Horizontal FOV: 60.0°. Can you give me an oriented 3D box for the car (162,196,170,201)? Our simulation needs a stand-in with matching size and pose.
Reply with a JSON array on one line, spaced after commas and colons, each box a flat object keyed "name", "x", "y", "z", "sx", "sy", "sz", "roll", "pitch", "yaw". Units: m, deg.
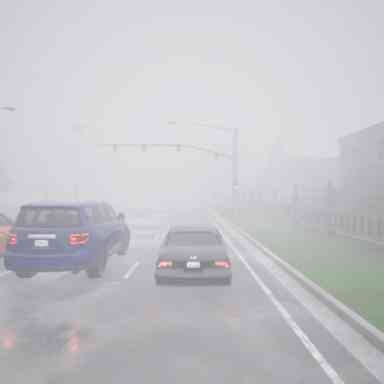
[{"name": "car", "x": -7.220, "y": 1.824, "z": 92.648, "sx": 1.994, "sy": 1.385, "sz": 4.181, "roll": 0, "pitch": 0, "yaw": 0}]

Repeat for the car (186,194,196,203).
[{"name": "car", "x": -0.195, "y": 1.607, "z": 82.276, "sx": 2.150, "sy": 2.045, "sz": 5.566, "roll": 0, "pitch": 0, "yaw": 0}]

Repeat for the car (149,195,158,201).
[{"name": "car", "x": -10.720, "y": 1.749, "z": 92.641, "sx": 1.882, "sy": 1.535, "sz": 5.008, "roll": 0, "pitch": 0, "yaw": 0}]

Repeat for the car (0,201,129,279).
[{"name": "car", "x": -3.456, "y": 1.273, "z": 10.339, "sx": 2.150, "sy": 2.045, "sz": 5.566, "roll": 0, "pitch": 0, "yaw": 0}]

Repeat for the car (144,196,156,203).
[{"name": "car", "x": -10.696, "y": 1.908, "z": 82.636, "sx": 1.812, "sy": 1.442, "sz": 4.674, "roll": 0, "pitch": 0, "yaw": 0}]

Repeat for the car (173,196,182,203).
[{"name": "car", "x": -3.695, "y": 1.859, "z": 82.237, "sx": 1.882, "sy": 1.535, "sz": 5.008, "roll": 0, "pitch": 0, "yaw": 0}]

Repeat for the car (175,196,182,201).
[{"name": "car", "x": -3.720, "y": 1.867, "z": 92.687, "sx": 1.895, "sy": 1.301, "sz": 4.718, "roll": 0, "pitch": 0, "yaw": 0}]

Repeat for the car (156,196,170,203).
[{"name": "car", "x": -7.196, "y": 1.979, "z": 82.674, "sx": 1.895, "sy": 1.301, "sz": 4.718, "roll": 0, "pitch": 0, "yaw": 0}]

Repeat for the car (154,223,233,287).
[{"name": "car", "x": 0.042, "y": 1.593, "z": 9.536, "sx": 2.033, "sy": 1.411, "sz": 5.357, "roll": 0, "pitch": 0, "yaw": 0}]
